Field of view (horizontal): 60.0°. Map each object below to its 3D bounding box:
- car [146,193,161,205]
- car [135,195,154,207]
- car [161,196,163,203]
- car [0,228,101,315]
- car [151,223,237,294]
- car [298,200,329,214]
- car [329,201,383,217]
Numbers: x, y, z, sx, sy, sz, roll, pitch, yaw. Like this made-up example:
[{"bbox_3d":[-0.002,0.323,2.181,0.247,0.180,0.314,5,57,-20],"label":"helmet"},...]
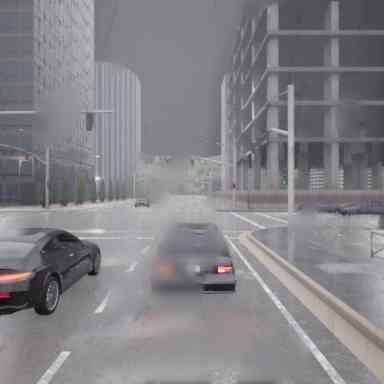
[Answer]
[{"bbox_3d":[-7.207,1.221,58.513,2.150,2.045,5.566,0,0,0],"label":"car"},{"bbox_3d":[-7.206,1.564,49.195,1.994,1.385,4.181,0,0,0],"label":"car"},{"bbox_3d":[-7.161,1.353,68.337,2.097,1.767,4.553,0,0,0],"label":"car"},{"bbox_3d":[-3.456,1.526,7.419,1.812,1.442,4.674,0,0,0],"label":"car"},{"bbox_3d":[0.051,1.547,8.937,2.033,1.411,5.357,0,0,0],"label":"car"},{"bbox_3d":[12.969,1.508,33.733,4.181,1.385,1.994,0,0,0],"label":"car"},{"bbox_3d":[15.837,1.492,30.250,5.357,1.411,2.033,0,0,0],"label":"car"}]
